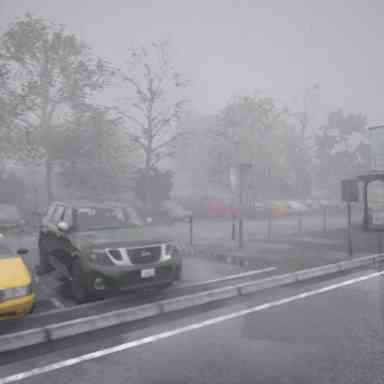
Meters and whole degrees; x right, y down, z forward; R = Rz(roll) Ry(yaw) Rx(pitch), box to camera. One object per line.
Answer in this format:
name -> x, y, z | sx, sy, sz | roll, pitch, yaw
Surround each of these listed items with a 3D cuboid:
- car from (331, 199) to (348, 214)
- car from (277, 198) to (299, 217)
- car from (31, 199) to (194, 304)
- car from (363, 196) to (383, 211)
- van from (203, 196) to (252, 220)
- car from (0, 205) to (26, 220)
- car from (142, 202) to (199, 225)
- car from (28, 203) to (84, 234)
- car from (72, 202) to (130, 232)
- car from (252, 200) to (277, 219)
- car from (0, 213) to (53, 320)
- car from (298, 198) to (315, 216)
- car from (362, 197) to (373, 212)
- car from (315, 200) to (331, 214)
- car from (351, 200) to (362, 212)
car -> 14.030, 1.577, 36.726 | 2.097, 1.535, 5.008 | 0, 0, -36
car -> 7.263, 1.553, 31.874 | 2.097, 1.535, 5.008 | 0, 0, -36
car -> -2.471, 1.246, 8.807 | 2.435, 2.045, 5.566 | 0, 0, -36
car -> 20.913, 1.600, 41.411 | 1.946, 1.575, 5.366 | 0, 0, -36
van -> 2.676, 1.312, 28.744 | 1.878, 1.987, 4.442 | 0, 0, -36
car -> -10.807, 1.497, 18.969 | 2.231, 1.521, 4.892 | 0, 0, -36
car -> -1.755, 1.554, 25.397 | 2.163, 1.488, 4.792 | 0, 0, -36
car -> -8.563, 1.533, 20.602 | 2.163, 1.488, 4.792 | 0, 0, -36
car -> -6.180, 1.507, 22.041 | 1.946, 1.575, 5.366 | 0, 0, -36
car -> 5.002, 1.586, 30.260 | 2.002, 1.452, 4.674 | 0, 0, -36
car -> -4.661, 1.487, 7.049 | 1.946, 1.575, 5.366 | 0, 0, -36
car -> 9.519, 1.601, 33.491 | 2.002, 1.452, 4.674 | 0, 0, -36
car -> 18.531, 1.623, 39.972 | 2.163, 1.488, 4.792 | 0, 0, -36
car -> 11.757, 1.443, 35.133 | 2.185, 1.767, 4.553 | 0, 0, -36
car -> 16.294, 1.586, 38.330 | 2.231, 1.521, 4.892 | 0, 0, -36
